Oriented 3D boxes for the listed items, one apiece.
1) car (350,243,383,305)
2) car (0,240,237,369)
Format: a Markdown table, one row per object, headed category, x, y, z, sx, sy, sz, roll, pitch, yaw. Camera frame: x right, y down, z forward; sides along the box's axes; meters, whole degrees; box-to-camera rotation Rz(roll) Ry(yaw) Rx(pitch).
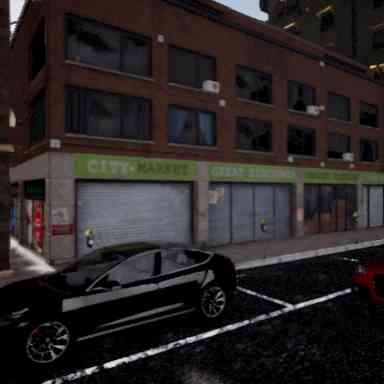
| category | x | y | z | sx | sy | sz | roll | pitch | yaw |
| --- | --- | --- | --- | --- | --- | --- | --- | --- | --- |
| car | 5.270 | 1.606 | 7.140 | 4.181 | 1.385 | 1.994 | 0 | 0 | -36 |
| car | -1.132 | 1.579 | 5.763 | 4.313 | 1.339 | 1.947 | 0 | -1 | -36 |
